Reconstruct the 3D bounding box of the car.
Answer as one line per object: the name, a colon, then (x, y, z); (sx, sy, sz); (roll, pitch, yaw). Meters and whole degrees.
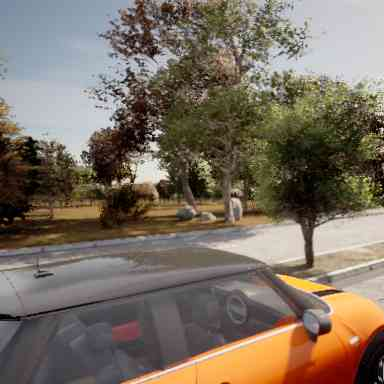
car: (0.074, 1.339, 3.186); (4.553, 1.767, 2.097); (-1, 0, -35)
